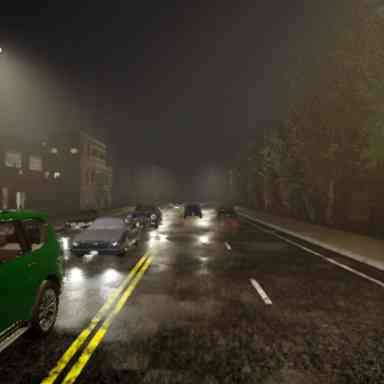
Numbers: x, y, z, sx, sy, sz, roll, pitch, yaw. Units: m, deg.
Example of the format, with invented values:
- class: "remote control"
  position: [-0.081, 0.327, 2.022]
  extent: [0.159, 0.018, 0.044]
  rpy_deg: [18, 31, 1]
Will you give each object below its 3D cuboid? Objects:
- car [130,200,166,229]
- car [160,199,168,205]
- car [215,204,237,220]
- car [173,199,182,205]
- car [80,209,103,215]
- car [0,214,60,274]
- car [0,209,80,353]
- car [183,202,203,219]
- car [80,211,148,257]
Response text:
- class: "car"
  position: [-3.325, 1.670, 23.946]
  extent: [2.097, 1.767, 4.553]
  rpy_deg: [0, -1, 0]
- class: "car"
  position: [-6.498, 2.251, 75.609]
  extent: [2.033, 1.411, 5.357]
  rpy_deg: [0, -1, 0]
- class: "car"
  position: [3.353, 1.935, 33.347]
  extent: [2.128, 1.511, 4.902]
  rpy_deg: [0, -1, 0]
- class: "car"
  position: [-3.248, 2.264, 75.609]
  extent: [1.994, 1.385, 4.181]
  rpy_deg: [0, -1, 0]
- class: "car"
  position: [-6.586, 1.810, 21.433]
  extent: [1.812, 1.442, 4.674]
  rpy_deg: [0, -1, 0]
- class: "car"
  position: [-6.595, 1.645, 11.518]
  extent: [2.128, 1.511, 4.902]
  rpy_deg: [0, -1, 0]
- class: "car"
  position: [-3.349, 1.274, 3.807]
  extent: [2.150, 2.045, 5.566]
  rpy_deg: [0, -1, 0]
- class: "car"
  position: [0.102, 1.984, 34.568]
  extent: [1.812, 1.442, 4.674]
  rpy_deg: [0, -1, 0]
- class: "car"
  position: [-3.347, 1.735, 14.047]
  extent: [2.033, 1.411, 5.357]
  rpy_deg: [0, -1, 0]
